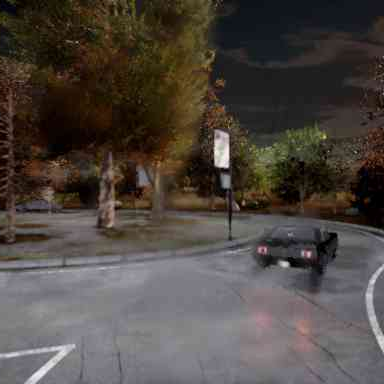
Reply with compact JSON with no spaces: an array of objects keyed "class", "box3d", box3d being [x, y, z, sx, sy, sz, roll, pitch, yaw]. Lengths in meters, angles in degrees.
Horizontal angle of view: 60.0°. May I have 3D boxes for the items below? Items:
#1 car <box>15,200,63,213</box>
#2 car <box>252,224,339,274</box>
[{"class":"car","box3d":[-17.319,1.617,37.149,5.357,1.411,2.033,1,-1,-31]},{"class":"car","box3d":[3.658,1.708,11.068,1.895,1.301,4.718,0,-1,30]}]
